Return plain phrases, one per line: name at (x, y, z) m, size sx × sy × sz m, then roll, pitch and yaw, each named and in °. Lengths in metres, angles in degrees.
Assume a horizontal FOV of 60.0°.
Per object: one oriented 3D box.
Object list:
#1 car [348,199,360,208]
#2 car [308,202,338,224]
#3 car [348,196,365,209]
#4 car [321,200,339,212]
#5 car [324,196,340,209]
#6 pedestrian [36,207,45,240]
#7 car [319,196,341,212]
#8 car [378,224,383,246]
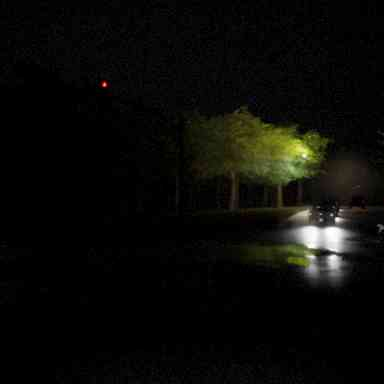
car at (30.242, 2.156, 62.121) m, size 1.837 × 1.490 × 4.892 m, roll 0°, pitch -2°, yaw 24°
car at (10.041, 1.702, 25.635) m, size 1.895 × 1.301 × 4.718 m, roll 0°, pitch 0°, yaw 24°
car at (25.900, 1.645, 52.381) m, size 2.150 × 2.045 × 5.566 m, roll 0°, pitch -1°, yaw 24°
car at (17.883, 1.817, 43.005) m, size 1.994 × 1.385 × 4.181 m, roll 0°, pitch -1°, yaw 24°
car at (22.147, 1.624, 52.560) m, size 2.150 × 2.045 × 5.566 m, roll 0°, pitch -1°, yaw 24°
pedestrian at (-8.600, 1.777, 18.788) m, size 0.375 × 1.860 × 0.375 m, roll 0°, pitch 2°, yaw 28°
car at (13.765, 1.519, 33.942) m, size 2.097 × 1.767 × 4.553 m, roll 0°, pitch 0°, yaw 24°
car at (7.998, 1.555, 12.076) m, size 2.033 × 1.411 × 5.357 m, roll 0°, pitch 0°, yaw 25°
